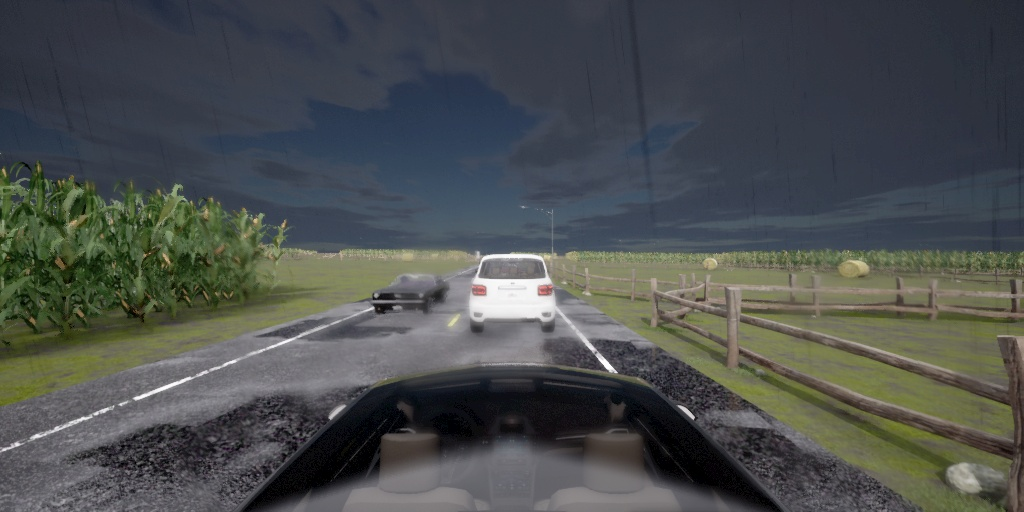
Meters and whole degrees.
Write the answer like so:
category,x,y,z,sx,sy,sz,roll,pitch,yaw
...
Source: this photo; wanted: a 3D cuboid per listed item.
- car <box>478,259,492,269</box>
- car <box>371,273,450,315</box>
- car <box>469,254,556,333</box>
category,x,y,z,sx,sy,sz,roll,pitch,yaw
car,-4.383,1.214,58.709,2.128,1.511,4.902,0,0,-1
car,-3.663,1.350,13.672,1.895,1.301,4.718,0,0,-1
car,0.016,0.972,10.909,2.150,2.045,5.566,0,0,0
